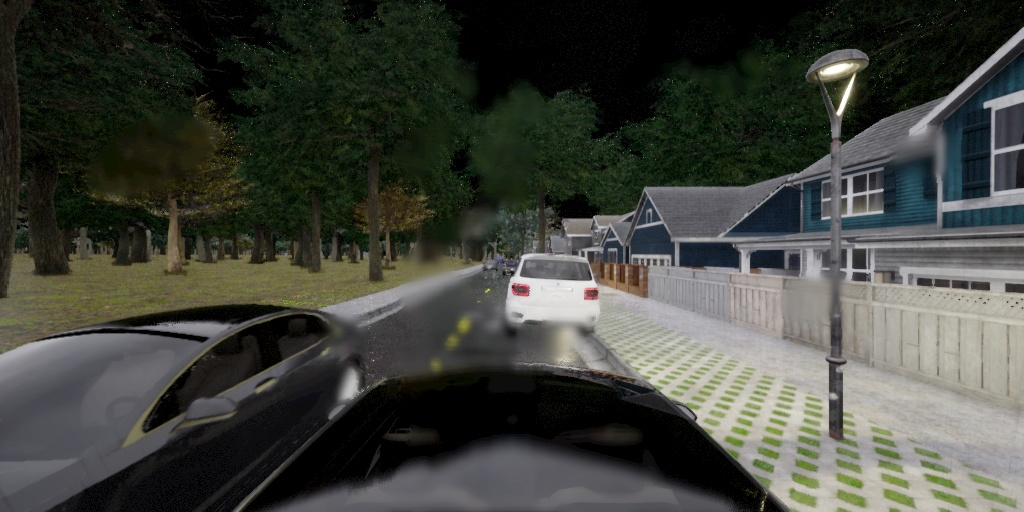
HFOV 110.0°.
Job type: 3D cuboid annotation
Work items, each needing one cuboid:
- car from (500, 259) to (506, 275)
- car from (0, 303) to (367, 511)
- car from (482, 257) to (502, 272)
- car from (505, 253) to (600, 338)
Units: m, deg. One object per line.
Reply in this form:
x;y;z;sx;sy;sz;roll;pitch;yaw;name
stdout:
0.014;1.340;38.462;1.994;1.385;4.181;0;0;1;car
-2.850;1.254;2.943;1.837;1.490;4.892;0;0;0;car
-2.868;1.269;47.801;2.128;1.511;4.902;0;0;0;car
0.962;1.011;10.362;2.150;2.045;5.566;3;-1;0;car
